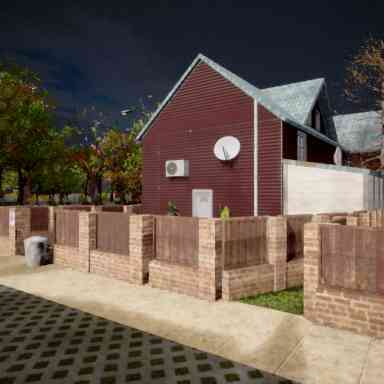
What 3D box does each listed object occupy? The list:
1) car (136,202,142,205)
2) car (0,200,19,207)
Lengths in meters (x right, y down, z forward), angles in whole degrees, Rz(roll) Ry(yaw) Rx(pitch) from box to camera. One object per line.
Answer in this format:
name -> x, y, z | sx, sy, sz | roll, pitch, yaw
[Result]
car -> -4.916, 1.655, 39.016 | 2.033, 1.411, 5.357 | 0, 0, 35
car -> -15.056, 1.402, 24.702 | 2.097, 1.767, 4.553 | 0, 0, 35
